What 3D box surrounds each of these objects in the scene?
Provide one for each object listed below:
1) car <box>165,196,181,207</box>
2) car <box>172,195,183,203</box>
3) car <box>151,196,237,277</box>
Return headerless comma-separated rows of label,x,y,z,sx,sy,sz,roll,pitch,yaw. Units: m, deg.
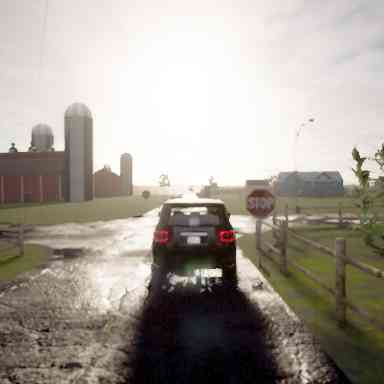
car,-2.836,1.374,51.038,2.128,1.511,4.902,0,0,0
car,-2.773,1.411,66.450,1.994,1.385,4.181,0,0,0
car,0.065,1.196,10.301,2.150,2.045,5.566,0,0,0
